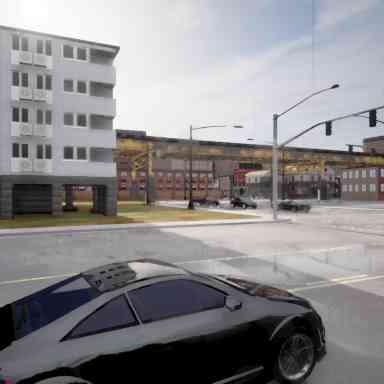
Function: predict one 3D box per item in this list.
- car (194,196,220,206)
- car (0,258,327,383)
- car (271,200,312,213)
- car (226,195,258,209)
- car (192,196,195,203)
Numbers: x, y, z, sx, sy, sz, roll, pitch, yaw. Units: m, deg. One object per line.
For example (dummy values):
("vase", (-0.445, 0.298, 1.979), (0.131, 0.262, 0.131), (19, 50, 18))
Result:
("car", (2.705, 1.547, 55.301), (2.033, 1.411, 5.357), (0, 0, -21))
("car", (-0.346, 1.564, 4.078), (4.181, 1.385, 1.994), (0, 0, -30))
("car", (11.070, 1.601, 37.291), (1.895, 1.301, 4.718), (0, 0, -26))
("car", (7.052, 1.505, 45.763), (1.837, 1.490, 4.892), (0, 0, -25))
("car", (0.742, 1.547, 65.788), (2.033, 1.411, 5.357), (0, 0, 3))
